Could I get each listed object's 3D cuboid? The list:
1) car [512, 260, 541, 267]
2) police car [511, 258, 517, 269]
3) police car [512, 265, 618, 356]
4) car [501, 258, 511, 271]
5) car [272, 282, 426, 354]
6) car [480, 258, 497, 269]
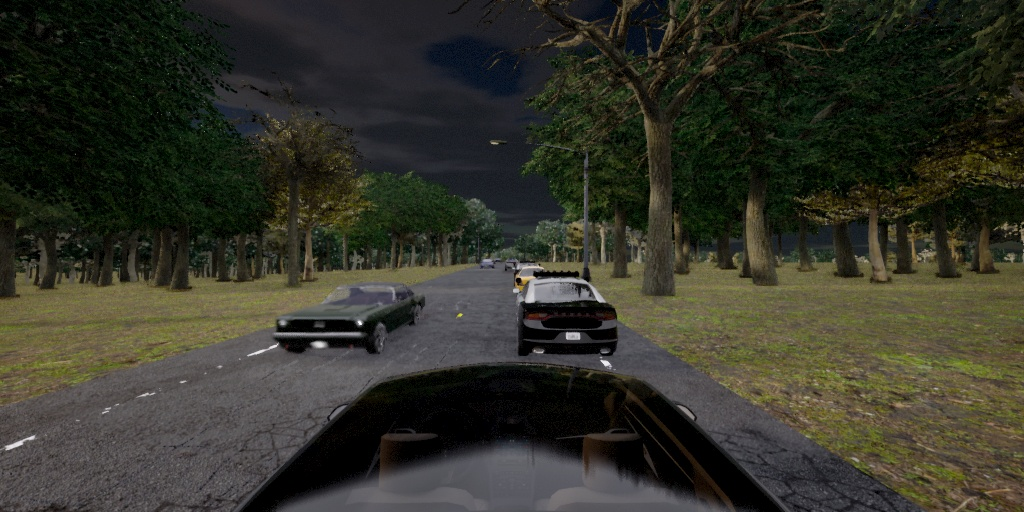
[{"bbox_3d":[1.057,1.192,18.850,1.801,1.575,5.366,0,0,0],"label":"car"},{"bbox_3d":[1.060,1.148,24.770,1.930,1.638,5.238,0,0,0],"label":"police car"},{"bbox_3d":[1.054,1.174,8.767,1.930,1.638,5.238,0,0,0],"label":"police car"},{"bbox_3d":[0.037,1.130,45.977,2.128,1.511,4.902,0,0,1],"label":"car"},{"bbox_3d":[-3.598,1.350,8.903,1.895,1.301,4.718,0,0,0],"label":"car"},{"bbox_3d":[-3.576,1.138,51.945,1.812,1.442,4.674,0,0,0],"label":"car"}]
